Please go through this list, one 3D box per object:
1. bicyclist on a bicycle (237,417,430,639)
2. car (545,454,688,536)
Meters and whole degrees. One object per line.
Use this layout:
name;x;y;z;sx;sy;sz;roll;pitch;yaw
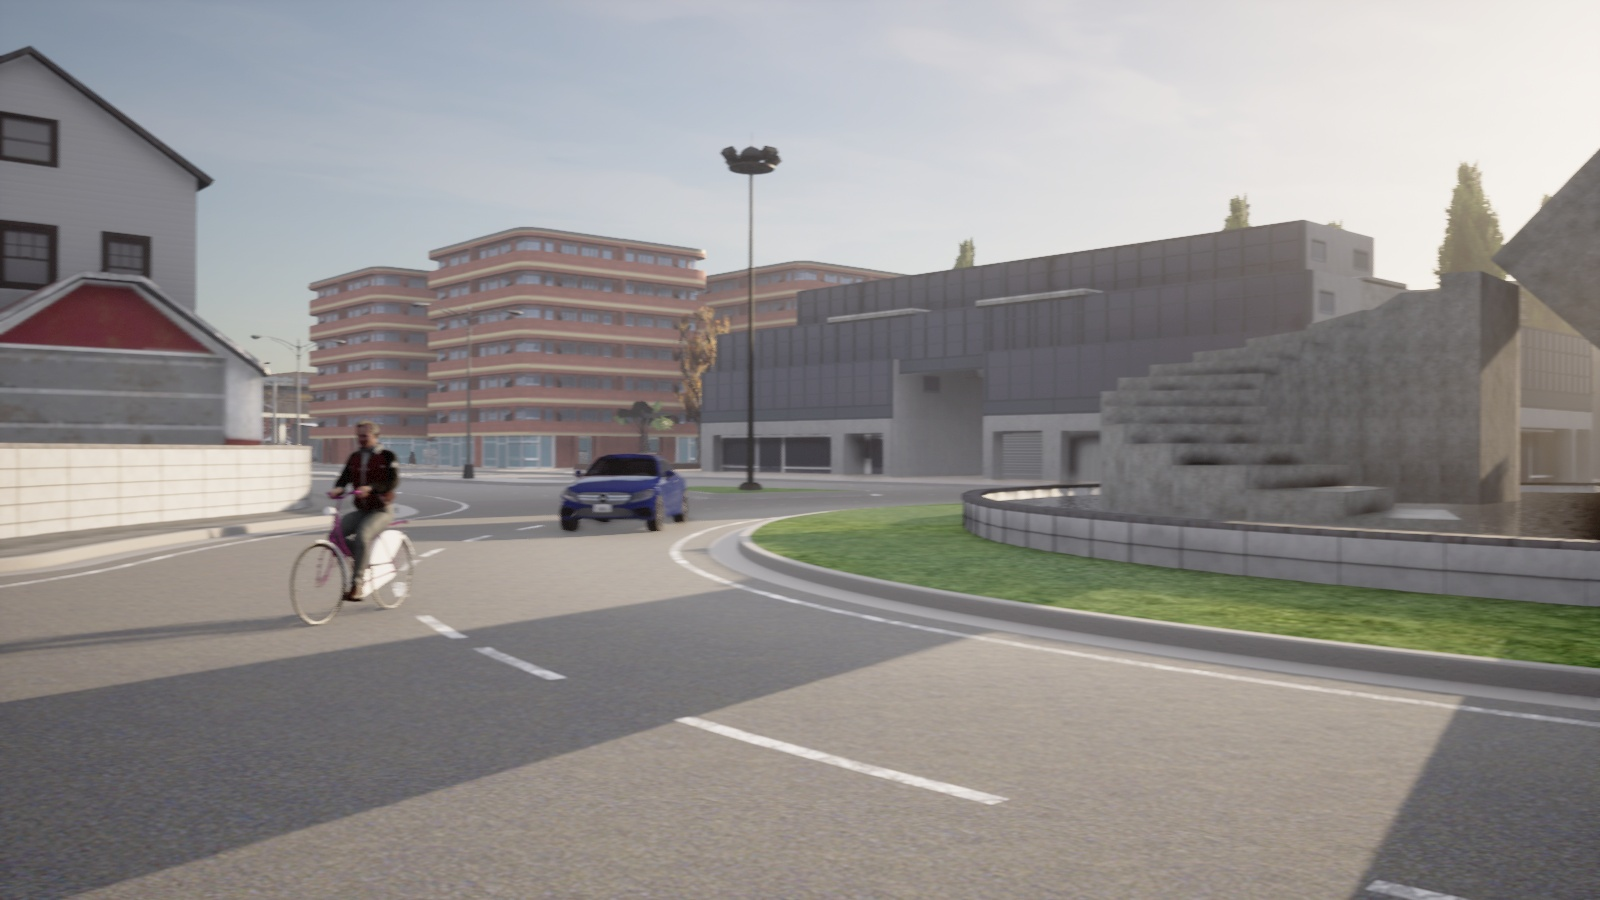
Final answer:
bicyclist on a bicycle;-4.030;0.632;11.011;0.659;1.776;1.843;-1;0;13
car;-3.471;0.801;24.572;1.812;1.442;4.674;0;0;4
